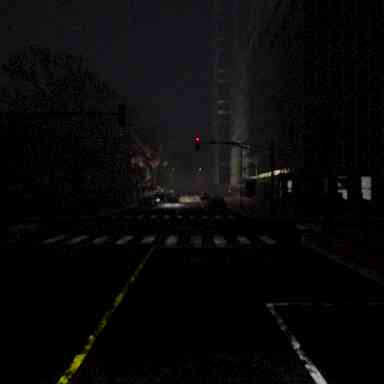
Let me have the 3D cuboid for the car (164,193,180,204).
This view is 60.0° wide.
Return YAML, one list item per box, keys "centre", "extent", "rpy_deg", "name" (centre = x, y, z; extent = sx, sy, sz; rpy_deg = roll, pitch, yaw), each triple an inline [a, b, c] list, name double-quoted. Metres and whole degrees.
- centre: [-3.043, 1.194, 54.212]
  extent: [1.895, 1.301, 4.718]
  rpy_deg: [0, 0, 1]
  name: "car"

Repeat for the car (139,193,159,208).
- centre: [-5.676, 1.228, 42.204]
  extent: [1.887, 1.381, 4.507]
  rpy_deg: [0, 0, 0]
  name: "car"

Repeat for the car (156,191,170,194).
- centre: [-5.671, 0.869, 59.250]
  extent: [2.192, 1.841, 5.009]
  rpy_deg: [0, 0, 0]
  name: "car"

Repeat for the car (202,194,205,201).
- centre: [2.704, 1.249, 42.204]
  extent: [1.947, 1.339, 4.313]
  rpy_deg: [0, 0, 0]
  name: "car"

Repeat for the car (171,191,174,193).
- centre: [-2.982, 0.679, 69.703]
  extent: [1.895, 1.301, 4.718]
  rpy_deg: [0, 0, 0]
  name: "car"

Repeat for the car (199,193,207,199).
- centre: [2.716, 0.886, 82.144]
  extent: [1.752, 1.417, 4.829]
  rpy_deg: [0, 1, 0]
  name: "car"

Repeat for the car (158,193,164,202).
- centre: [-5.675, 1.192, 47.886]
  extent: [2.008, 1.369, 4.403]
  rpy_deg: [0, 0, 0]
  name: "car"

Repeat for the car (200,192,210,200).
- centre: [2.713, 0.902, 70.608]
  extent: [1.967, 1.590, 4.097]
  rpy_deg: [0, 0, 0]
  name: "car"

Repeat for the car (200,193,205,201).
- centre: [2.711, 1.075, 64.928]
  extent: [1.947, 1.339, 4.313]
  rpy_deg: [0, 0, 0]
  name: "car"

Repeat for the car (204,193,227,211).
- centre: [2.703, 1.166, 36.523]
  extent: [1.967, 1.590, 4.097]
  rpy_deg: [0, 0, 0]
  name: "car"
